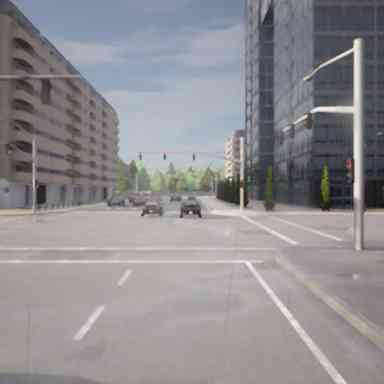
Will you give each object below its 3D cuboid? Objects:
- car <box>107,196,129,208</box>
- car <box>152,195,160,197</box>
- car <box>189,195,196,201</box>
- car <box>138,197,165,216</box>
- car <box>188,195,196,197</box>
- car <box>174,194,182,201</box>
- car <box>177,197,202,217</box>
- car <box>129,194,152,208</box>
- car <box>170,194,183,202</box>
[{"bbox_3d":[-10.872,1.431,48.023,1.837,1.490,4.892,0,0,1],"label":"car"},{"bbox_3d":[-7.123,1.396,64.351,2.128,1.511,4.902,0,0,1],"label":"car"},{"bbox_3d":[0.109,1.381,81.643,1.812,1.442,4.674,0,0,1],"label":"car"},{"bbox_3d":[-3.642,1.497,31.589,1.812,1.442,4.674,0,0,-1],"label":"car"},{"bbox_3d":[-0.019,1.483,71.448,1.895,1.301,4.718,0,0,1],"label":"car"},{"bbox_3d":[-3.391,1.357,81.686,1.837,1.490,4.892,0,0,1],"label":"car"},{"bbox_3d":[-0.131,1.481,30.674,1.837,1.490,4.892,0,0,-1],"label":"car"},{"bbox_3d":[-7.372,1.431,48.129,1.837,1.490,4.892,0,0,1],"label":"car"},{"bbox_3d":[-3.519,1.243,71.429,2.097,1.767,4.553,0,0,1],"label":"car"}]
